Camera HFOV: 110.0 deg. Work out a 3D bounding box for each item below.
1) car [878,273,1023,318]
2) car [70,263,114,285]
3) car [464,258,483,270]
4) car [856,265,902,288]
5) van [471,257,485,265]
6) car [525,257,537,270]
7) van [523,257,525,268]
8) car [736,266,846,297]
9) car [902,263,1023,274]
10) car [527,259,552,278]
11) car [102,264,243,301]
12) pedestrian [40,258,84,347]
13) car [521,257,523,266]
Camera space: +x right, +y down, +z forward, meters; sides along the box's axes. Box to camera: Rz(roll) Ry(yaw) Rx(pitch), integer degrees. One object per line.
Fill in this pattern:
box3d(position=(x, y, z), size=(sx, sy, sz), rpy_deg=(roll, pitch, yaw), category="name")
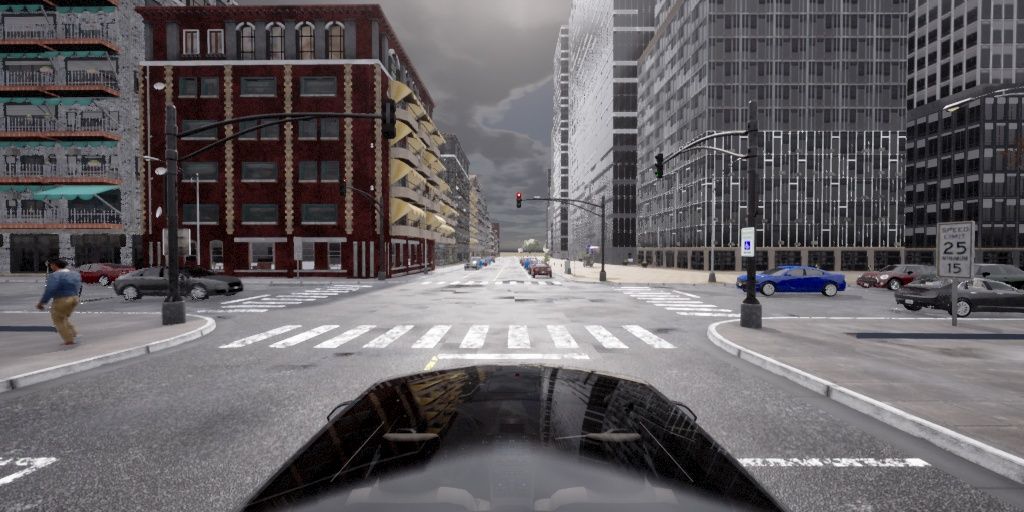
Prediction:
box3d(position=(16.739, 1.445, 13.111), size=(4.403, 1.370, 2.007), rpy_deg=(0, 0, 1), category="car")
box3d(position=(-25.813, 1.108, 22.398), size=(4.507, 1.381, 1.888), rpy_deg=(0, 0, 1), category="car")
box3d(position=(-5.588, 1.267, 50.370), size=(1.948, 1.339, 4.313), rpy_deg=(0, 0, 0), category="car")
box3d(position=(23.416, 1.229, 21.644), size=(4.097, 1.591, 1.967), rpy_deg=(0, 0, 1), category="car")
box3d(position=(-5.577, 1.033, 56.016), size=(1.690, 1.789, 3.998), rpy_deg=(0, 0, 0), category="van")
box3d(position=(2.736, 1.157, 39.093), size=(1.967, 1.591, 4.097), rpy_deg=(0, 0, 0), category="car")
box3d(position=(2.760, 1.042, 50.385), size=(1.690, 1.789, 3.998), rpy_deg=(0, 0, 0), category="van")
box3d(position=(14.683, 1.269, 19.056), size=(5.008, 1.535, 1.882), rpy_deg=(0, 1, 2), category="car")
box3d(position=(24.142, 1.188, 18.898), size=(4.553, 1.767, 2.097), rpy_deg=(0, 1, 1), category="car")
box3d(position=(2.724, 1.270, 33.447), size=(1.888, 1.381, 4.507), rpy_deg=(0, 0, 0), category="car")
box3d(position=(-15.130, 1.209, 16.424), size=(4.892, 1.490, 1.837), rpy_deg=(0, 1, -2), category="car")
box3d(position=(-9.017, 0.890, 7.213), size=(0.375, 1.860, 0.375), rpy_deg=(-1, 1, 0), category="pedestrian")
box3d(position=(2.772, 1.237, 56.031), size=(1.888, 1.381, 4.507), rpy_deg=(0, 0, 0), category="car")
